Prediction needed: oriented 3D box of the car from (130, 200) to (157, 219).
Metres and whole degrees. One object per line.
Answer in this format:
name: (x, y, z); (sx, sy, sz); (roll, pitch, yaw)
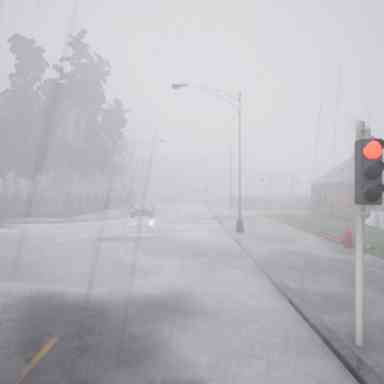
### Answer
car: (-4.108, 1.454, 28.780); (1.812, 1.442, 4.674); (0, 0, 0)

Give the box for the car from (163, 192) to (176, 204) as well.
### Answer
car: (-4.012, 1.075, 60.108); (2.150, 2.045, 5.566); (0, 0, 0)
